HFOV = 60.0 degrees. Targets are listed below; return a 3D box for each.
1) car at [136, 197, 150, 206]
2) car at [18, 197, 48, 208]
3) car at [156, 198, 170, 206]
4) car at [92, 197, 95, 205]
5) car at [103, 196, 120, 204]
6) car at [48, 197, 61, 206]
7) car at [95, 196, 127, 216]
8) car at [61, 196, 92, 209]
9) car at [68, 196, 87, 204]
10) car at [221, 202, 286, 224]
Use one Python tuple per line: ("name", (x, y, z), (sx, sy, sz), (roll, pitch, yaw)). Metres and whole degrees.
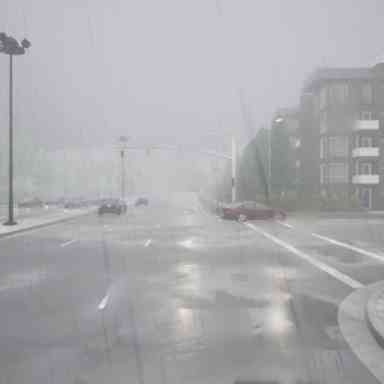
("car", (-8.122, 1.535, 55.453), (1.837, 1.490, 4.892), (0, 0, 0))
("car", (-23.255, 1.504, 48.091), (1.882, 1.535, 5.008), (0, 0, 0))
("car", (-4.625, 1.630, 53.904), (1.895, 1.301, 4.718), (0, 0, 0))
("car", (-16.283, 1.508, 56.039), (1.882, 1.535, 5.008), (0, 0, 1))
("car", (-16.214, 1.584, 67.165), (2.033, 1.411, 5.357), (0, 0, 0))
("car", (-23.246, 1.579, 57.252), (2.033, 1.411, 5.357), (0, 0, 1))
("car", (-7.834, 1.370, 33.158), (2.097, 1.767, 4.553), (0, 0, -2))
("car", (-16.265, 1.378, 46.928), (2.097, 1.767, 4.553), (0, 0, 0))
("car", (-23.213, 1.577, 67.653), (2.033, 1.411, 5.357), (0, 0, 0))
("car", (4.619, 1.491, 24.842), (5.008, 1.535, 1.882), (0, -1, -17))
